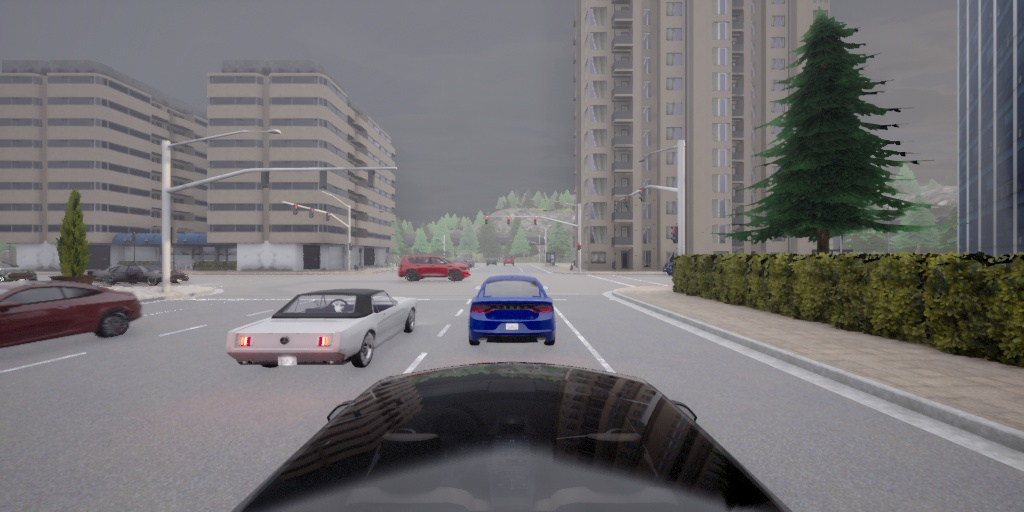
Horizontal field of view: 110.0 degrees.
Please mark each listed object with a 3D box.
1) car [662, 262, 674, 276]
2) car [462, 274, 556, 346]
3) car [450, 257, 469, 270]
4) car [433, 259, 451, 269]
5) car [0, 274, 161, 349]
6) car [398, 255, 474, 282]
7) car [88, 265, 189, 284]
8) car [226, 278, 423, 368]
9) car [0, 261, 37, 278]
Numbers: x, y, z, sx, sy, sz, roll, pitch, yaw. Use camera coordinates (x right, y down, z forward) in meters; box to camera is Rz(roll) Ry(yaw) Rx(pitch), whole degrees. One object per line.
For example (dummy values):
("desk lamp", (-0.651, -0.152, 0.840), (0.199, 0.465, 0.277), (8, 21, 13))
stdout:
("car", (17.893, 0.971, 35.428), (5.566, 2.045, 2.150), (0, 0, 0))
("car", (-0.004, 1.228, 9.481), (1.882, 1.535, 5.008), (0, 0, 0))
("car", (-7.546, 1.102, 52.110), (2.097, 1.767, 4.553), (0, 0, 0))
("car", (-11.083, 1.255, 56.976), (1.837, 1.490, 4.892), (0, 0, 0))
("car", (-10.605, 1.276, 7.496), (1.812, 1.442, 4.674), (0, 0, 0))
("car", (-6.102, 0.972, 28.256), (5.566, 2.045, 2.150), (0, 0, 0))
("car", (-25.654, 1.297, 24.773), (5.357, 1.411, 2.033), (0, 0, 0))
("car", (-3.496, 1.351, 7.815), (1.895, 1.301, 4.718), (0, 0, 0))
("car", (-36.069, 1.102, 24.783), (4.553, 1.767, 2.097), (0, 0, 0))
